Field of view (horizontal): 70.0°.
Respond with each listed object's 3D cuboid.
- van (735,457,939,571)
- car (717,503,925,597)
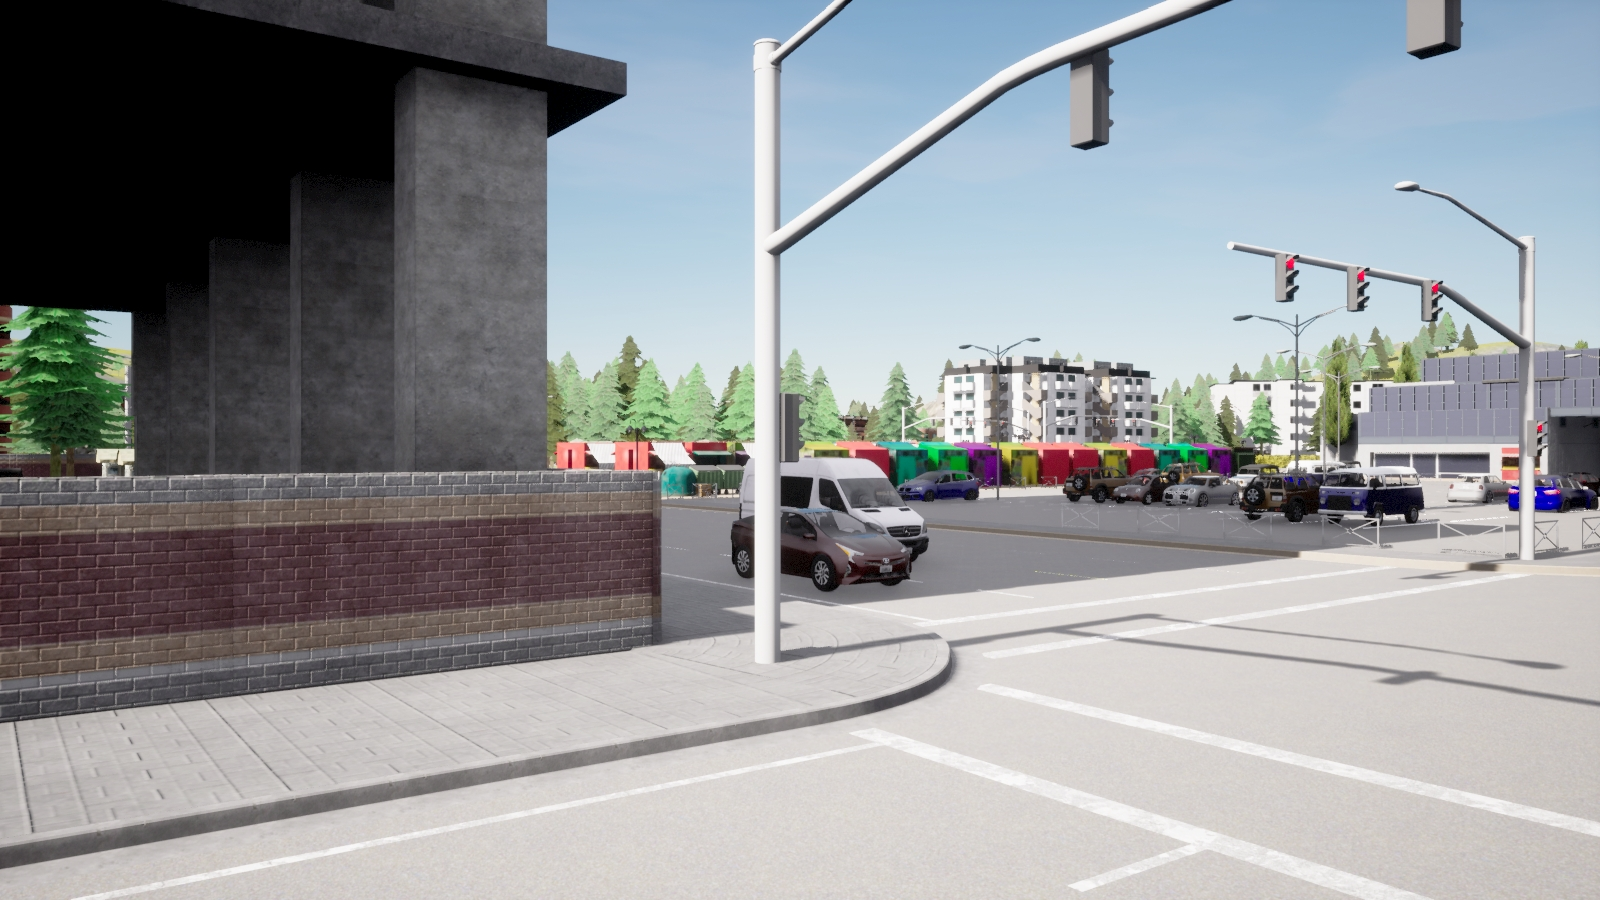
[{"bbox_3d":[0.780,1.479,29.066,1.988,2.561,5.915,0,0,-36],"label":"van"},{"bbox_3d":[0.324,1.984,23.786,2.007,1.525,4.514,0,0,-36],"label":"car"}]
